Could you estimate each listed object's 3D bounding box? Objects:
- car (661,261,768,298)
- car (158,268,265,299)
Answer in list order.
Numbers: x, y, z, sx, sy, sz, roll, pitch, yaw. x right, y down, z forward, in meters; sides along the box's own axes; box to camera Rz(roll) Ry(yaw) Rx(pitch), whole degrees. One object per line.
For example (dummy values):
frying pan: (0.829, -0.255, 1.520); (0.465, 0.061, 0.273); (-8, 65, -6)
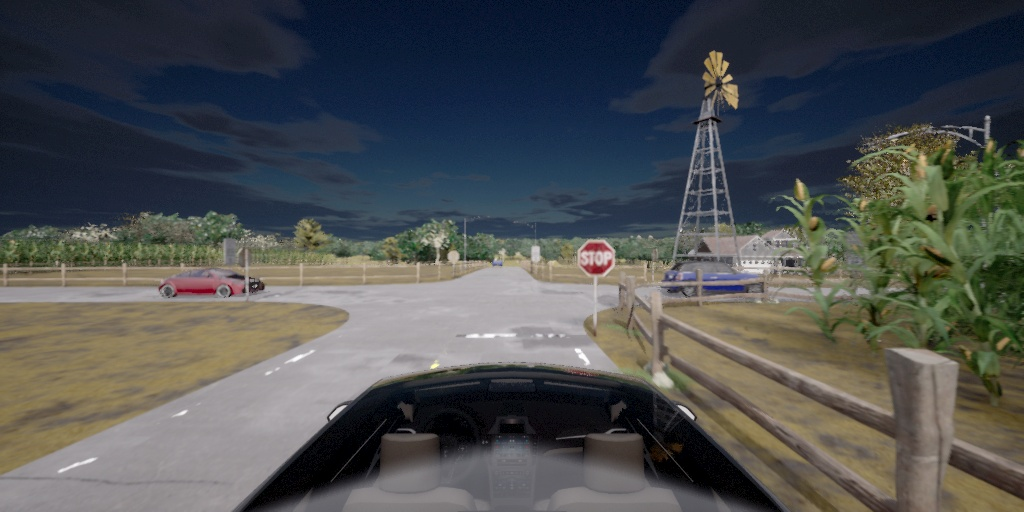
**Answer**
car: (9.924, 1.056, 17.651); (4.553, 1.767, 2.097); (0, 1, 0)
car: (-14.636, 1.293, 17.622); (4.181, 1.385, 1.994); (0, 1, 0)
